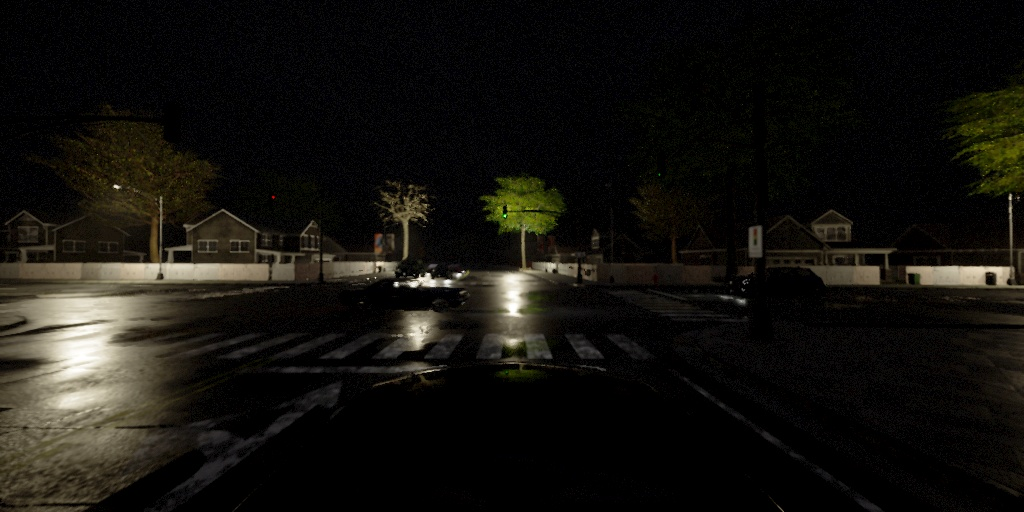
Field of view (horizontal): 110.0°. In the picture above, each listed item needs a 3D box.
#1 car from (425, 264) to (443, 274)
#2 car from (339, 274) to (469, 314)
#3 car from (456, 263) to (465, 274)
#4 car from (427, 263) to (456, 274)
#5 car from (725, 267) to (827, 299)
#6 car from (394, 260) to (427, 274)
[{"bbox_3d":[-11.791,1.932,54.634,2.033,1.411,5.357,0,-1,-5],"label":"car"},{"bbox_3d":[-4.125,1.529,14.239,4.718,1.301,1.895,0,-1,3],"label":"car"},{"bbox_3d":[-8.306,1.918,51.897,1.994,1.385,4.181,0,-1,-5],"label":"car"},{"bbox_3d":[-7.345,1.697,37.974,1.837,1.490,4.892,0,0,-3],"label":"car"},{"bbox_3d":[14.493,1.379,19.938,4.553,1.767,2.097,0,-1,3],"label":"car"},{"bbox_3d":[-10.571,1.408,37.458,2.150,2.045,5.566,0,0,-3],"label":"car"}]
